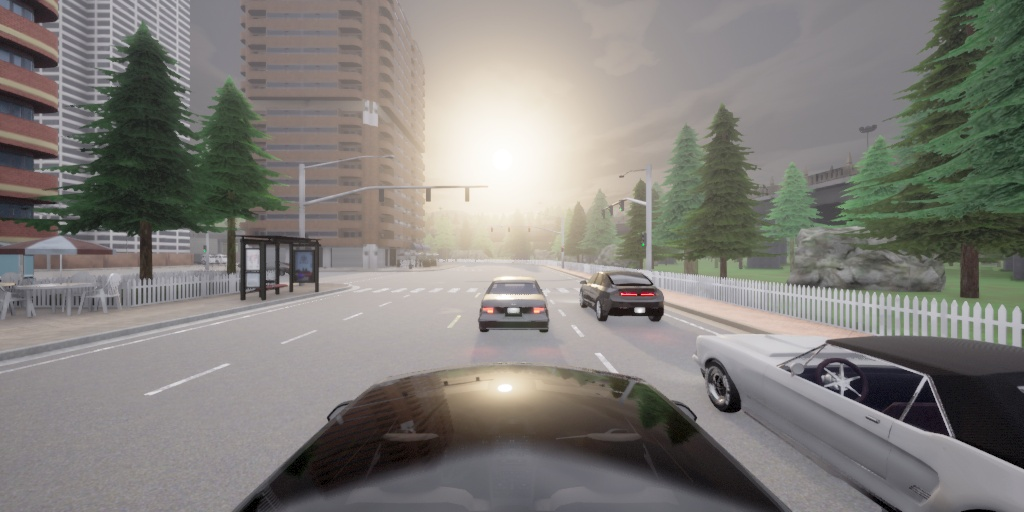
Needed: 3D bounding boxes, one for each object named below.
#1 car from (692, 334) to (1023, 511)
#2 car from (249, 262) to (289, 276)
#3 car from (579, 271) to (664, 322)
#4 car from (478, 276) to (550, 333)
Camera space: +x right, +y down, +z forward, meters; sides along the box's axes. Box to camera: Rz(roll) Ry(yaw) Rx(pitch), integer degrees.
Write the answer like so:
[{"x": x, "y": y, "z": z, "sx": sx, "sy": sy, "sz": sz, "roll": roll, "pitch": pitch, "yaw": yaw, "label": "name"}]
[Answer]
[{"x": 3.513, "y": 1.351, "z": 3.090, "sx": 1.895, "sy": 1.301, "sz": 4.718, "roll": 0, "pitch": 0, "yaw": 1, "label": "car"}, {"x": -25.049, "y": 1.331, "z": 37.742, "sx": 4.674, "sy": 1.442, "sz": 1.812, "roll": 0, "pitch": 0, "yaw": 0, "label": "car"}, {"x": 3.565, "y": 1.255, "z": 12.353, "sx": 1.837, "sy": 1.490, "sz": 4.892, "roll": 0, "pitch": 0, "yaw": 1, "label": "car"}, {"x": 0.078, "y": 1.297, "z": 10.764, "sx": 2.033, "sy": 1.411, "sz": 5.357, "roll": 0, "pitch": 0, "yaw": 1, "label": "car"}]
